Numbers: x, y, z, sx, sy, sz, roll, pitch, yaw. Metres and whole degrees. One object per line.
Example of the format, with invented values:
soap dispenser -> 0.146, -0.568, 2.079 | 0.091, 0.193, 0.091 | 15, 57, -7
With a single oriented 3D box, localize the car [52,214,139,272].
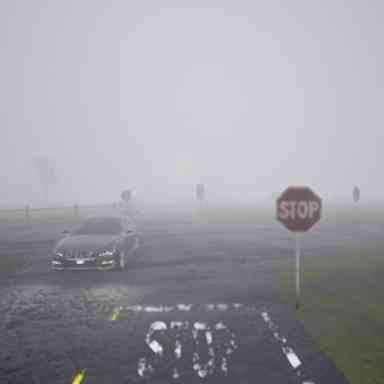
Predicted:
car -> -2.894, 1.519, 10.859 | 1.837, 1.490, 4.892 | 0, 0, -1
